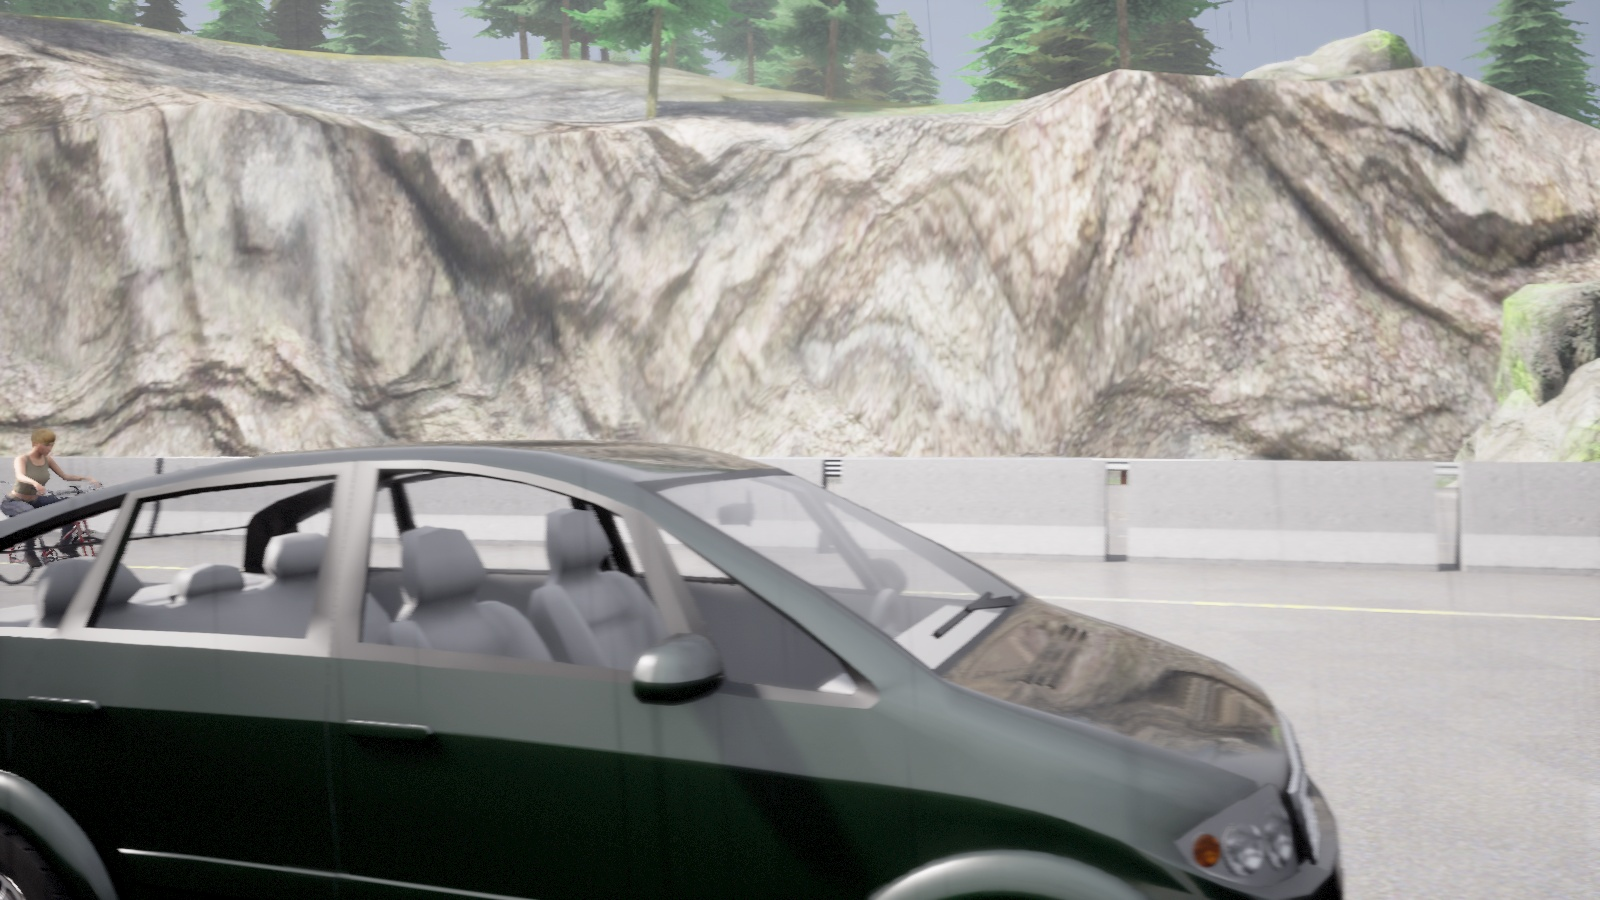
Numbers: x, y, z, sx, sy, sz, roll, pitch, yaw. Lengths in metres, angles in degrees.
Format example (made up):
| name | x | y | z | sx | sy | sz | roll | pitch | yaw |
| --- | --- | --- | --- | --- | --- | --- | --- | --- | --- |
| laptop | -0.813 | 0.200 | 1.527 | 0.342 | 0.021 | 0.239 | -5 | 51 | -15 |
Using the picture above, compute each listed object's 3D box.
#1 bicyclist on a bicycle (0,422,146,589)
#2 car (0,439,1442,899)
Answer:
| name | x | y | z | sx | sy | sz | roll | pitch | yaw |
| --- | --- | --- | --- | --- | --- | --- | --- | --- | --- |
| bicyclist on a bicycle | -7.599 | 0.526 | 12.730 | 1.509 | 1.612 | 0.866 | 0 | 1 | 14 |
| car | -0.494 | 0.750 | 3.366 | 3.705 | 1.549 | 1.789 | 0 | 1 | 18 |
